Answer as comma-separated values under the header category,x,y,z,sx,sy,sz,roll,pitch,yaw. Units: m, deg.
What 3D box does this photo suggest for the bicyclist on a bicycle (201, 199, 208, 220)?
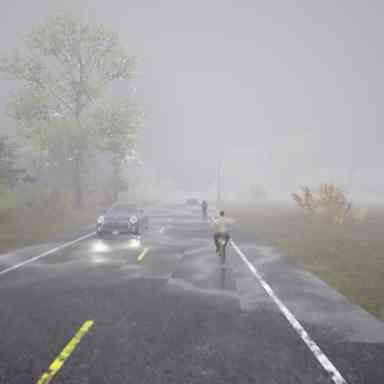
category,x,y,z,sx,sy,sz,roll,pitch,yaw
bicyclist on a bicycle,0.960,1.386,25.238,0.582,1.620,1.656,0,0,0

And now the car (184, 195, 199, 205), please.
category,x,y,z,sx,sy,sz,roll,pitch,yaw
car,0.094,1.365,55.699,1.812,1.442,4.674,0,0,0

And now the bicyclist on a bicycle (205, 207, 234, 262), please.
category,x,y,z,sx,sy,sz,roll,pitch,yaw
bicyclist on a bicycle,0.979,1.409,10.959,0.866,1.612,1.509,0,0,0

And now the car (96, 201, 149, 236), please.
category,x,y,z,sx,sy,sz,roll,pitch,yaw
car,-3.600,1.305,17.903,2.097,1.767,4.553,0,0,0

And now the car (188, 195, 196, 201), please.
category,x,y,z,sx,sy,sz,roll,pitch,yaw
car,-0.006,1.302,73.585,1.812,1.442,4.674,0,0,0
